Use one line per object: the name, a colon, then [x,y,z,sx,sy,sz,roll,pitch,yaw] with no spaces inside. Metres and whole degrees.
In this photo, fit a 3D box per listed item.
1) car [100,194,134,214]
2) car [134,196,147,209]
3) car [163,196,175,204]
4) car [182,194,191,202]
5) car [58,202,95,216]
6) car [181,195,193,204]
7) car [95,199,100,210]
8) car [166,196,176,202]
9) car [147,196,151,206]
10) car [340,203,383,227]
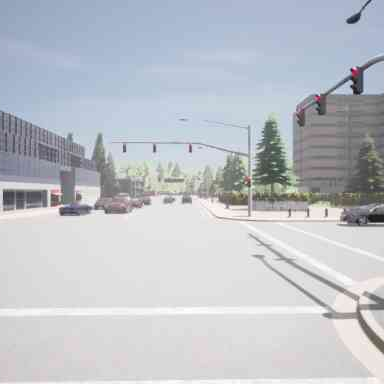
car: [-7.751,1.351,35.006,2.097,1.767,4.553,0,0,-1]
car: [-7.906,1.564,46.101,1.994,1.385,4.181,0,0,-1]
car: [-4.577,1.547,64.694,2.033,1.411,5.357,0,0,-1]
car: [-1.217,1.355,75.084,2.097,1.767,4.553,0,0,-1]
car: [-11.208,1.601,32.108,1.895,1.301,4.718,0,0,-1]
car: [-0.966,1.504,63.990,1.837,1.490,4.892,0,0,-1]
car: [-11.374,1.506,43.516,1.837,1.490,4.892,0,0,-1]
car: [-4.723,1.509,75.330,1.895,1.301,4.718,0,0,-1]
car: [-8.041,1.478,56.617,1.882,1.535,5.008,0,0,0]
car: [12.501,1.492,22.300,4.902,1.511,2.128,0,0,-1]
